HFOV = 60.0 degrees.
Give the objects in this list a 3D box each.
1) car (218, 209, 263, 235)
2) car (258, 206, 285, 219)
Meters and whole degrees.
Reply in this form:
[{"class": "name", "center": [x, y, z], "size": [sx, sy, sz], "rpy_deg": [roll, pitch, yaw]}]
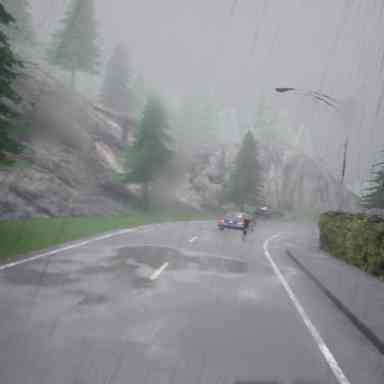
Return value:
[{"class": "car", "center": [3.247, 2.009, 22.888], "size": [2.033, 1.411, 5.357], "rpy_deg": [6, 0, 19]}, {"class": "car", "center": [10.056, 2.561, 42.837], "size": [2.033, 1.411, 5.357], "rpy_deg": [12, 5, 40]}]
